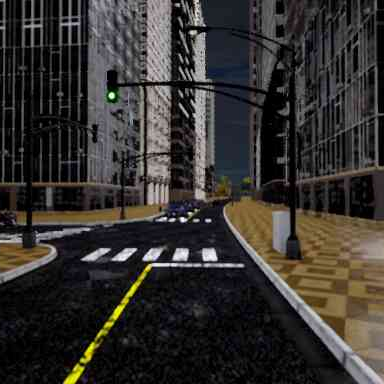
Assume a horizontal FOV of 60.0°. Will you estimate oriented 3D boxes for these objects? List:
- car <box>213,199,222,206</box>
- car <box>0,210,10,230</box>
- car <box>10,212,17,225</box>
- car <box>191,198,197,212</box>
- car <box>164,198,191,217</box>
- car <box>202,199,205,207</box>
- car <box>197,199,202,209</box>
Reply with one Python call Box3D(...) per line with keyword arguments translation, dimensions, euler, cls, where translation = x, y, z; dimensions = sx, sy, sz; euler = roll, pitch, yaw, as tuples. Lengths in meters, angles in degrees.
Box3D(translation=(5.365, 2.112, 69.935), dimensions=(2.033, 1.411, 5.357), euler=(0, 0, 8), cls="car")
Box3D(translation=(-14.736, 1.970, 20.921), dimensions=(5.357, 1.411, 2.033), euler=(-1, -1, 9), cls="car")
Box3D(translation=(-16.500, 2.108, 27.071), dimensions=(4.403, 1.369, 2.008), euler=(-1, 0, 10), cls="car")
Box3D(translation=(-0.891, 1.733, 44.133), dimensions=(2.097, 1.767, 4.553), euler=(0, 0, 5), cls="car")
Box3D(translation=(-1.641, 1.662, 35.229), dimensions=(2.097, 1.767, 4.553), euler=(0, 0, 4), cls="car")
Box3D(translation=(1.294, 2.015, 63.191), dimensions=(2.128, 1.511, 4.902), euler=(0, 0, 8), cls="car")
Box3D(translation=(0.012, 1.801, 52.893), dimensions=(2.097, 1.767, 4.553), euler=(0, 0, 7), cls="car")
